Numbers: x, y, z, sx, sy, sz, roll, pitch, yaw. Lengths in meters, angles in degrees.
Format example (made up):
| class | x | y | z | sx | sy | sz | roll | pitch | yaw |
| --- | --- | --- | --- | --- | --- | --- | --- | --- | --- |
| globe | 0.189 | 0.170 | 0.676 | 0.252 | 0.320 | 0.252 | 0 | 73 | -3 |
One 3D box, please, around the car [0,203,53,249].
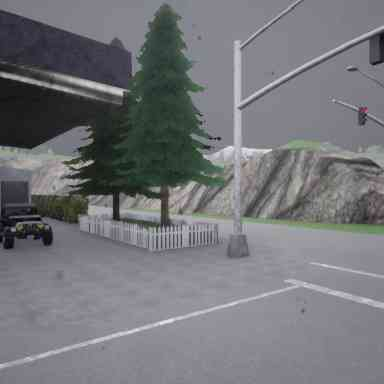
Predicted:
| class | x | y | z | sx | sy | sz | roll | pitch | yaw |
| --- | --- | --- | --- | --- | --- | --- | --- | --- | --- |
| car | -8.030 | 1.505 | 15.815 | 1.905 | 1.878 | 3.866 | 0 | 0 | -37 |
